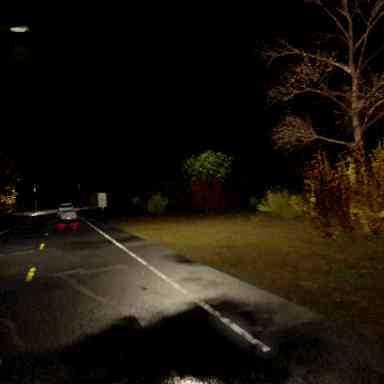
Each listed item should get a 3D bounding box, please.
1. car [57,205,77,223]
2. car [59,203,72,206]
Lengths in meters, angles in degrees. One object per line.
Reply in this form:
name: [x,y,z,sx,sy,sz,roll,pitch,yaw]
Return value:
car: [-13.938,2.615,37.382,1.812,1.442,4.674,-4,0,-22]
car: [-17.804,2.631,47.065,2.150,2.045,5.566,-4,0,-22]
